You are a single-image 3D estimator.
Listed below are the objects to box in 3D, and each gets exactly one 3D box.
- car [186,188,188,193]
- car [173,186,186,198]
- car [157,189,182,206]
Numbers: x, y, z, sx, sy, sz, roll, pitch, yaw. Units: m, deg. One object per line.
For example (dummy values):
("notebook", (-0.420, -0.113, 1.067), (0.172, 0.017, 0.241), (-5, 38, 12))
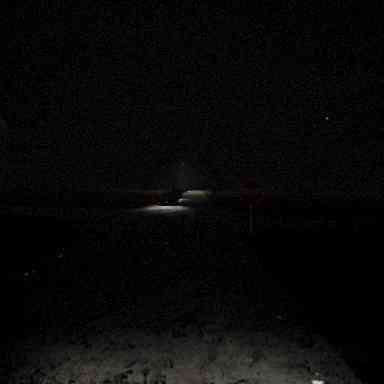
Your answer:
("car", (-1.953, -0.502, 74.600), (1.812, 1.442, 4.674), (0, 1, 1))
("car", (-2.235, 0.248, 48.142), (1.837, 1.490, 4.892), (0, 3, 1))
("car", (-2.371, 0.683, 33.654), (1.994, 1.385, 4.181), (0, 2, 1))
